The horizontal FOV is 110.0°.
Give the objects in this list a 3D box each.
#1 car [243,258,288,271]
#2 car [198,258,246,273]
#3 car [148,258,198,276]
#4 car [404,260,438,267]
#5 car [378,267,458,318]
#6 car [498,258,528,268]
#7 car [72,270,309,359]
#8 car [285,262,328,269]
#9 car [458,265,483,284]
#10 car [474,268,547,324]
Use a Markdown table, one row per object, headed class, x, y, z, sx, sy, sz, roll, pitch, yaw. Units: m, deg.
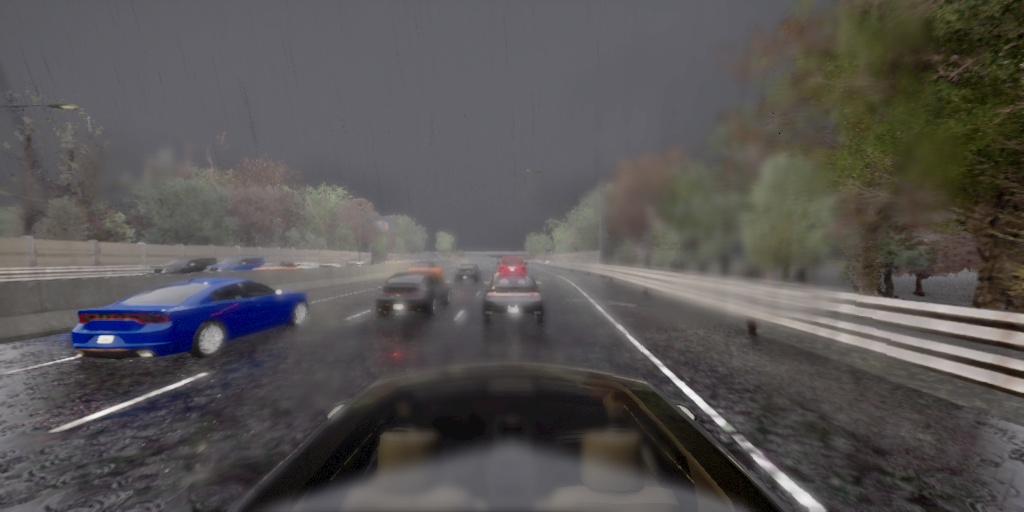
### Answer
| class | x | y | z | sx | sy | sz | roll | pitch | yaw |
| --- | --- | --- | --- | --- | --- | --- | --- | --- | --- |
| car | -21.106 | 1.323 | 32.139 | 2.097 | 1.767 | 4.553 | 0 | 0 | 0 |
| car | -24.608 | 1.193 | 32.395 | 2.150 | 2.045 | 5.566 | 0 | 0 | 0 |
| car | -27.952 | 1.184 | 30.991 | 2.150 | 2.045 | 5.566 | 0 | -1 | -1 |
| car | -6.915 | 1.301 | 29.286 | 2.097 | 1.767 | 4.553 | 0 | 0 | 0 |
| car | -3.408 | 1.337 | 13.359 | 1.837 | 1.490 | 4.892 | 0 | 0 | 0 |
| car | 0.087 | 1.166 | 28.595 | 2.150 | 2.045 | 5.566 | 0 | 0 | 0 |
| car | -6.913 | 1.275 | 8.586 | 1.882 | 1.535 | 5.008 | 0 | 0 | 0 |
| car | -17.608 | 1.495 | 31.974 | 1.812 | 1.442 | 4.674 | 0 | 0 | 0 |
| car | -3.414 | 1.456 | 29.565 | 1.837 | 1.490 | 4.892 | 0 | -1 | 0 |
| car | 0.091 | 1.315 | 12.250 | 2.128 | 1.511 | 4.902 | 0 | 0 | 0 |
